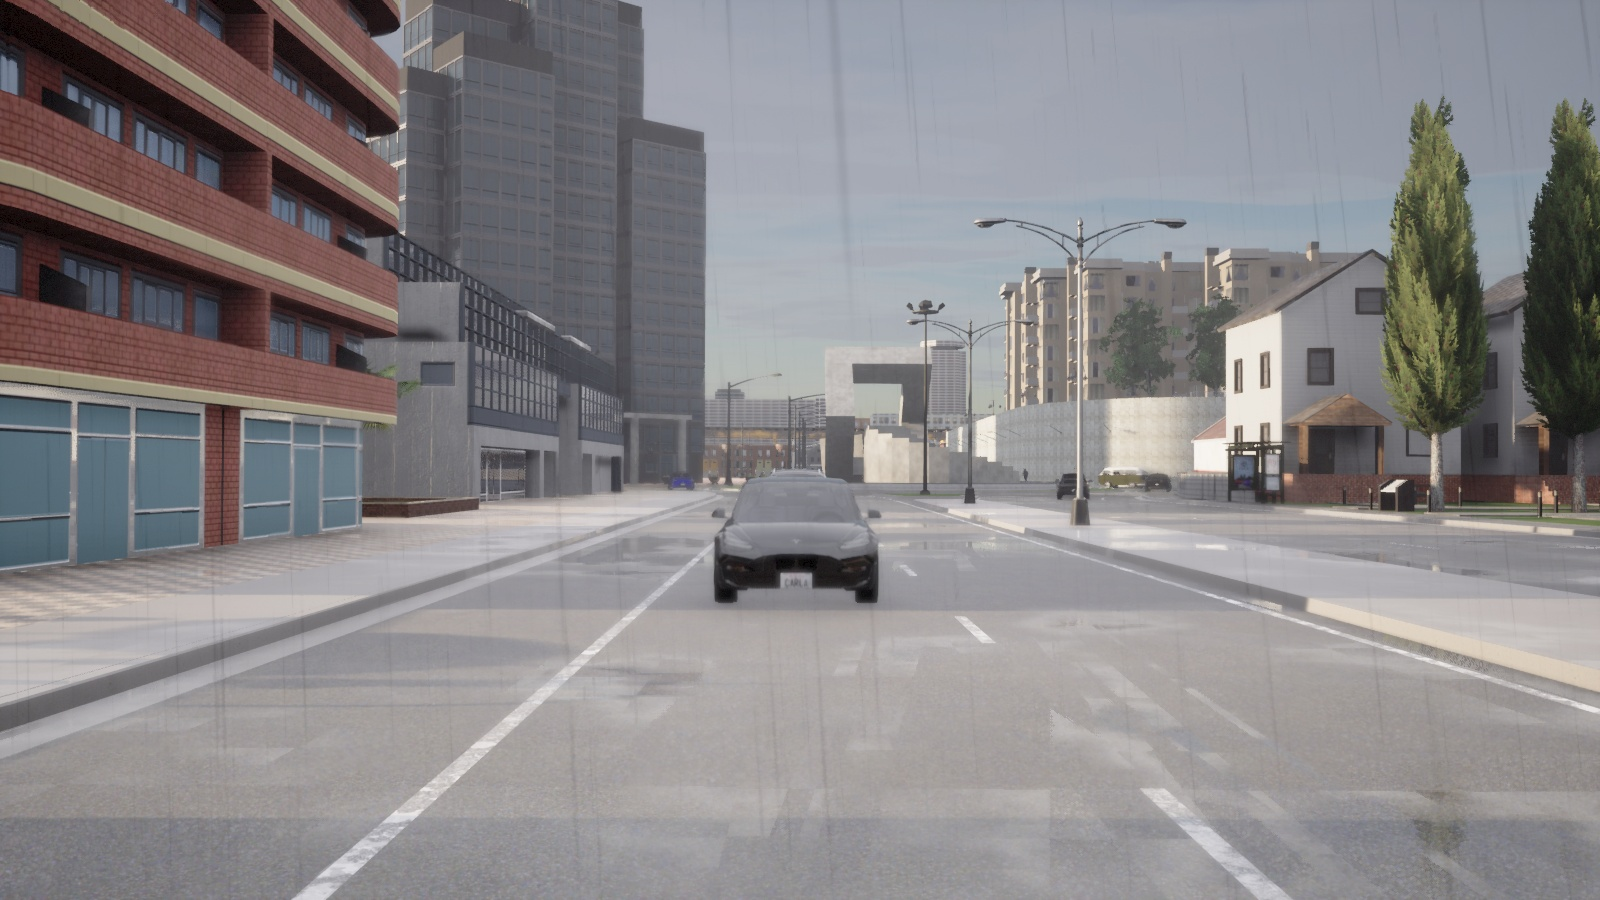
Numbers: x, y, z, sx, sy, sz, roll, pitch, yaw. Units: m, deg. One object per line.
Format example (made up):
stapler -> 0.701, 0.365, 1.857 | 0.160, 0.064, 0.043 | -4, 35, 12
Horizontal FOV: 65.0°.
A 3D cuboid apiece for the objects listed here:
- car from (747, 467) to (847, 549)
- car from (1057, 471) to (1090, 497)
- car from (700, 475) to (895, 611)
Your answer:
car -> -0.064, 1.213, 27.949 | 2.033, 1.649, 4.856 | 0, -1, 0
car -> 16.160, 1.994, 74.086 | 1.837, 1.490, 4.892 | 0, -2, 13
car -> -0.037, 1.089, 16.384 | 2.163, 1.488, 4.792 | 0, -1, 0
